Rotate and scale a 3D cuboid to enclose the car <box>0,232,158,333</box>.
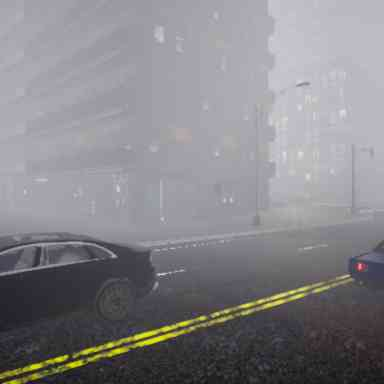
[{"bbox_3d":[-2.939,1.489,5.609,4.902,1.511,2.128,0,0,-36],"label":"car"}]

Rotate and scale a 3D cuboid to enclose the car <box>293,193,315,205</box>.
[{"bbox_3d":[14.386,0.883,45.203,4.097,1.590,1.967,1,0,43],"label":"car"}]

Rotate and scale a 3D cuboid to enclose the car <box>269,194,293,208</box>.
[{"bbox_3d":[8.816,1.057,38.707,4.829,1.417,1.752,1,0,43],"label":"car"}]

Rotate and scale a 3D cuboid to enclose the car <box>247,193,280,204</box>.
[{"bbox_3d":[10.432,0.930,48.816,4.313,1.339,1.947,1,0,43],"label":"car"}]

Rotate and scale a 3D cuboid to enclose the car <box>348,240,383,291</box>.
[{"bbox_3d":[5.675,1.559,7.667,4.718,1.301,1.895,0,0,-37],"label":"car"}]
